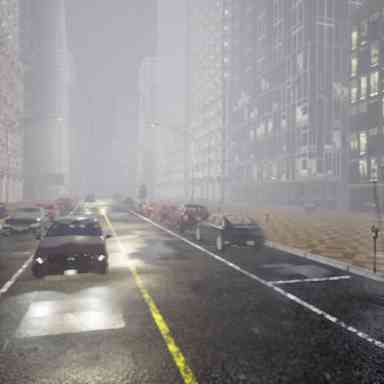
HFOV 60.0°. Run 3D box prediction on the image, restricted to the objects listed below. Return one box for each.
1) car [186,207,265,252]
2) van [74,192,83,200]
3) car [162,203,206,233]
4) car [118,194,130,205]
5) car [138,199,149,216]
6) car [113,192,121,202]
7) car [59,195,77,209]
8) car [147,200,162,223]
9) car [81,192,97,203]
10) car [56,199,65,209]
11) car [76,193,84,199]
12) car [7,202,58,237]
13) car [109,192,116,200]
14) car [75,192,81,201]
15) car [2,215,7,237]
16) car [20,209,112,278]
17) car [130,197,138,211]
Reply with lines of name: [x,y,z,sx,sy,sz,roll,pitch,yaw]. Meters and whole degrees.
car: [1.431,1.546,13.753,2.008,1.369,4.403,1,0,-17]
van: [-26.222,0.893,76.751,1.690,1.788,3.998,1,0,-17]
car: [-0.202,1.405,19.201,1.967,1.590,4.097,1,0,-17]
car: [-10.016,1.356,51.893,1.947,1.339,4.313,1,0,-17]
car: [-3.475,1.487,30.099,1.802,1.307,4.206,1,0,-17]
car: [-13.335,1.258,62.954,1.752,1.417,4.829,1,0,-17]
car: [-14.778,1.292,38.609,1.887,1.381,4.507,1,0,-17]
car: [-1.839,1.480,24.650,1.887,1.381,4.507,1,0,-17]
car: [-17.702,1.036,57.696,2.097,1.767,4.553,1,0,-17]
car: [-9.872,1.380,22.262,1.887,1.381,4.507,1,0,-17]
car: [-29.498,1.049,87.649,2.008,1.369,4.403,1,0,-17]
car: [-8.237,1.416,16.813,2.008,1.369,4.403,1,0,-17]
car: [-16.554,0.993,73.689,2.192,1.841,5.009,1,0,-17]
car: [-24.591,1.130,71.302,2.008,1.369,4.403,1,0,-17]
car: [-4.963,1.366,5.916,1.967,1.590,4.097,1,0,-17]
car: [-3.591,1.484,10.333,2.033,1.411,5.357,1,0,-17]
car: [-5.110,1.427,35.548,2.008,1.369,4.403,1,0,-17]
